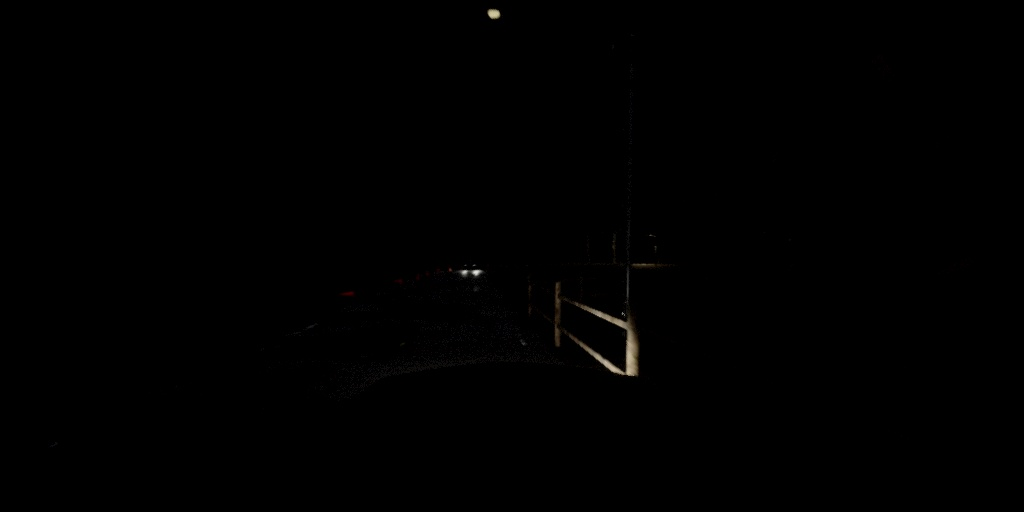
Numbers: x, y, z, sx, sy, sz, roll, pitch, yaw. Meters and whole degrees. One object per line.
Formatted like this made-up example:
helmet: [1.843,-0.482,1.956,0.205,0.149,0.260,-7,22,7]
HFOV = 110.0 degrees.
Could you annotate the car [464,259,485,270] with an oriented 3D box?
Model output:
car: [-4.995,1.120,48.180,1.837,1.490,4.892,0,0,11]

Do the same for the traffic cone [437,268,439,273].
traffic cone: [-8.090,1.545,39.225,0.340,0.580,0.340,0,0,2]

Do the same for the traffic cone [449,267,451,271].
traffic cone: [-7.706,1.540,44.413,0.340,0.580,0.340,0,0,7]

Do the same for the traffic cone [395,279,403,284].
traffic cone: [-7.380,1.412,23.935,0.340,0.580,0.340,0,0,8]

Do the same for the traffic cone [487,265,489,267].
traffic cone: [-4.020,1.560,59.546,0.340,0.580,0.340,0,0,21]

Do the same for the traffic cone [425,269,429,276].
traffic cone: [-8.043,1.557,34.021,0.340,0.580,0.340,0,0,-3]

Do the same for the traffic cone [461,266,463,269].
traffic cone: [-6.896,1.542,49.553,0.340,0.580,0.340,0,0,11]

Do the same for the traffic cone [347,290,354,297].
traffic cone: [-7.128,1.426,16.170,0.340,0.580,0.340,0,0,-18]

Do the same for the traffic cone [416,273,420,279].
traffic cone: [-7.572,1.574,28.858,0.340,0.580,0.340,0,0,-7]
